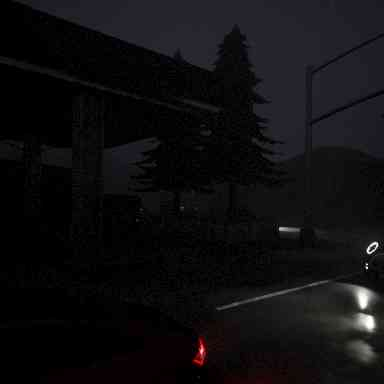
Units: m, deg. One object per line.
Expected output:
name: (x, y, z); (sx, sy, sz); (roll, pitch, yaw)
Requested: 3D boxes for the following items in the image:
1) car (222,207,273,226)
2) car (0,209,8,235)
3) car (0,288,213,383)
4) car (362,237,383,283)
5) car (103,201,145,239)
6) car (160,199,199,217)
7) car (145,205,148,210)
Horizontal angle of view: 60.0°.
car: (4.098, 1.814, 25.028); (1.994, 1.385, 4.181); (1, 0, -35)
car: (-11.652, 1.520, 18.480); (2.242, 1.667, 4.611); (1, 0, -36)
car: (-1.843, 1.620, 2.692); (4.181, 1.385, 1.994); (1, -1, -36)
car: (6.503, 1.427, 8.725); (4.553, 1.767, 2.097); (1, 0, -34)
car: (-4.521, 1.445, 18.298); (1.905, 1.878, 3.866); (1, 0, -36)
car: (-1.321, 1.539, 32.667); (2.097, 1.767, 4.553); (1, 0, -36)
car: (-7.470, 1.662, 41.332); (2.033, 1.411, 5.357); (1, 0, -35)
